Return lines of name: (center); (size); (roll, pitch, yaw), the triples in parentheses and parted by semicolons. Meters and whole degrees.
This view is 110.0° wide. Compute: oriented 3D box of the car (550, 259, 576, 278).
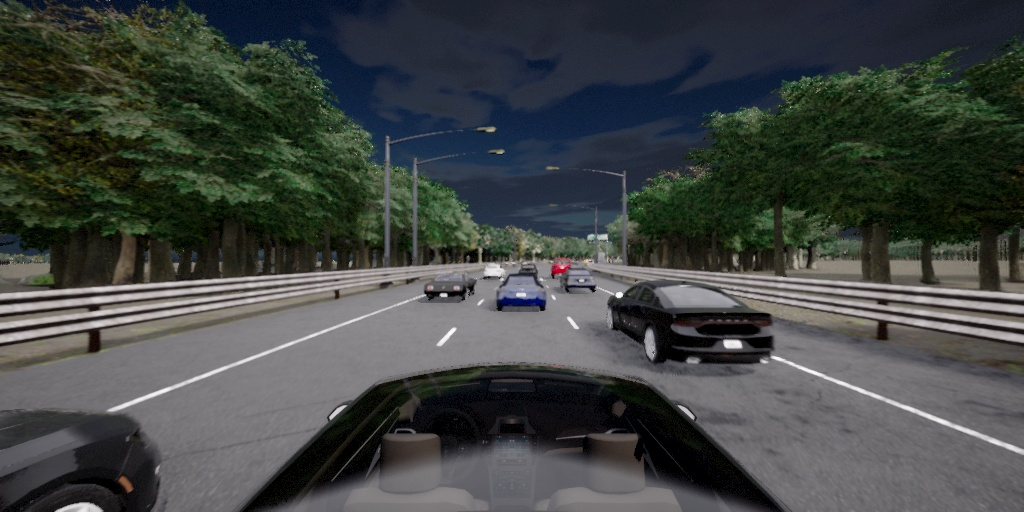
car: (5.338, 1.308, 38.675); (2.150, 2.045, 5.566); (0, -1, 6)

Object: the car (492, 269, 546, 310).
car: (0.416, 1.438, 15.415); (1.994, 1.385, 4.181); (0, -1, 2)

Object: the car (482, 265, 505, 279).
car: (-1.762, 1.589, 36.494); (1.812, 1.442, 4.674); (0, -1, 5)

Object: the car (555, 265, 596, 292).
car: (4.144, 1.493, 23.029); (2.033, 1.411, 5.357); (0, -1, 3)

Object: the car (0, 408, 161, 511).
car: (-3.367, 1.241, 0.453); (1.837, 1.490, 4.892); (0, -1, 0)

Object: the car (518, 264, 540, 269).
car: (1.715, 1.566, 36.095); (1.837, 1.490, 4.892); (0, -1, 5)

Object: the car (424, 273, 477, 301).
car: (-2.978, 1.500, 18.423); (1.895, 1.301, 4.718); (0, -1, 2)

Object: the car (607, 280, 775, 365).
car: (3.592, 1.290, 8.235); (1.882, 1.535, 5.008); (0, -1, 1)
